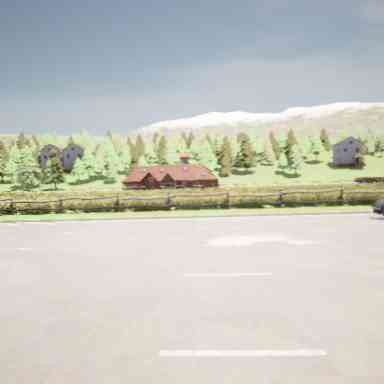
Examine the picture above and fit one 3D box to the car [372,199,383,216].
[{"bbox_3d":[11.358,0.524,16.030,4.892,1.490,1.837,-2,2,3],"label":"car"}]
